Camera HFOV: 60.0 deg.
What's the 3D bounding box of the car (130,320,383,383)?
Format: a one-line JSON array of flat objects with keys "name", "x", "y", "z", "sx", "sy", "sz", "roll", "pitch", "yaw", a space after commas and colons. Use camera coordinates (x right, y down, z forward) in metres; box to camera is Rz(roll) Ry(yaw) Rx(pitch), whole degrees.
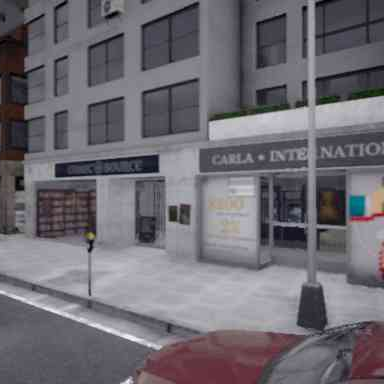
[{"name": "car", "x": 1.364, "y": 1.582, "z": 2.105, "sx": 4.206, "sy": 1.307, "sz": 1.802, "roll": 0, "pitch": 0, "yaw": 36}]
